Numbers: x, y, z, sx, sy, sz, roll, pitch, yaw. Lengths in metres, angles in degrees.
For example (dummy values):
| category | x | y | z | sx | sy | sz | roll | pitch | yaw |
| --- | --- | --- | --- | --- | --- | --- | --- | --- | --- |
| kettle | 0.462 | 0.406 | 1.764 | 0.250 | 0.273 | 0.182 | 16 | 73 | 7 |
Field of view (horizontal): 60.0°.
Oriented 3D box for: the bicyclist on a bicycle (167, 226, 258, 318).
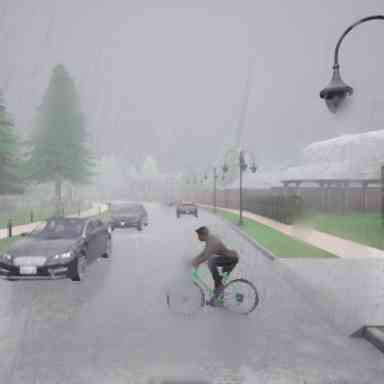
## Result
| category | x | y | z | sx | sy | sz | roll | pitch | yaw |
| --- | --- | --- | --- | --- | --- | --- | --- | --- | --- |
| bicyclist on a bicycle | 0.362 | 1.442 | 5.956 | 1.656 | 1.620 | 0.582 | -1 | 0 | -1 |

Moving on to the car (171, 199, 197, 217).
| category | x | y | z | sx | sy | sz | roll | pitch | yaw |
| --- | --- | --- | --- | --- | --- | --- | --- | --- | --- |
| car | -0.573 | 1.482 | 30.950 | 2.128 | 1.511 | 4.902 | 0 | 0 | -4 |

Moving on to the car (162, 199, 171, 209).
| category | x | y | z | sx | sy | sz | roll | pitch | yaw |
| --- | --- | --- | --- | --- | --- | --- | --- | --- | --- |
| car | -2.974 | 1.588 | 46.098 | 1.895 | 1.301 | 4.718 | 0 | 0 | -12 |

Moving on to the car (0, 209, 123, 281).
| category | x | y | z | sx | sy | sz | roll | pitch | yaw |
| --- | --- | --- | --- | --- | --- | --- | --- | --- | --- |
| car | -3.697 | 1.489 | 9.903 | 2.128 | 1.511 | 4.902 | 0 | 0 | -1 |

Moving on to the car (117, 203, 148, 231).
| category | x | y | z | sx | sy | sz | roll | pitch | yaw |
| --- | --- | --- | --- | --- | --- | --- | --- | --- | --- |
| car | -3.848 | 1.499 | 20.667 | 1.837 | 1.490 | 4.892 | 0 | 0 | -1 |
